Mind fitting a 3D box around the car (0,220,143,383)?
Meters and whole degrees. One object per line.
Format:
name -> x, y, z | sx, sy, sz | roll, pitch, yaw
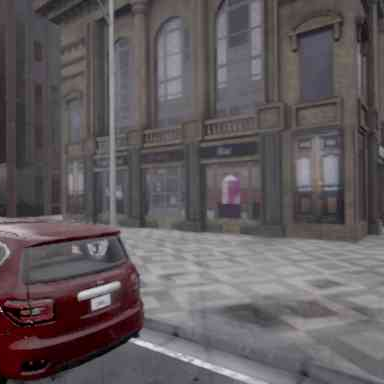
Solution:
car -> -2.989, 1.371, 5.206 | 5.009, 1.841, 2.192 | -1, 0, 35
